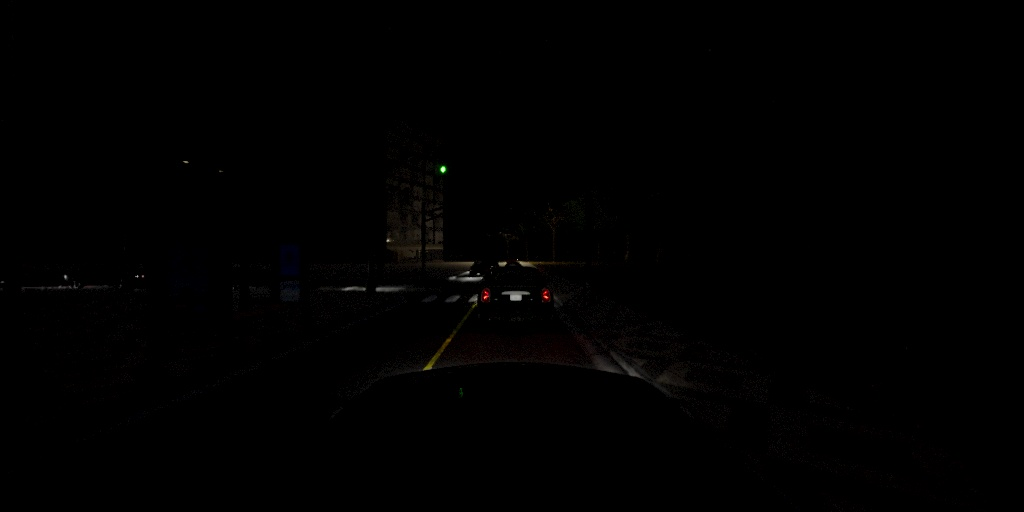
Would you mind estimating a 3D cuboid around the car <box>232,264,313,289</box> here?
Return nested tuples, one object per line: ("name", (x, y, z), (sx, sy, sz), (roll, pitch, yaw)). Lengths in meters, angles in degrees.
("car", (-14.536, 1.198, 21.419), (4.902, 1.511, 2.128), (0, 1, 2))

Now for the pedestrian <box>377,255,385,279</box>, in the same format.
("pedestrian", (-10.081, 0.805, 27.539), (0.375, 1.860, 0.375), (0, 0, 1))

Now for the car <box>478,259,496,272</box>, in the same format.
("car", (-3.087, 1.197, 45.312), (1.837, 1.490, 4.892), (0, 0, 0))

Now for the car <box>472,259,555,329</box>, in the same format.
("car", (0.101, 1.094, 11.427), (2.097, 1.767, 4.553), (0, 0, 0))

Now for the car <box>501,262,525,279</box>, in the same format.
("car", (0.104, 1.260, 32.983), (2.033, 1.411, 5.357), (0, 0, 0))

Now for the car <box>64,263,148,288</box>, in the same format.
("car", (-23.909, 1.172, 21.657), (4.902, 1.511, 2.128), (0, 0, 1))

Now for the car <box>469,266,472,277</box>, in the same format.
("car", (-3.096, 1.256, 35.525), (2.033, 1.411, 5.357), (0, 0, 0))

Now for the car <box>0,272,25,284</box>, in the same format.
("car", (-33.147, 1.256, 21.898), (4.718, 1.301, 1.895), (0, 1, 1))
